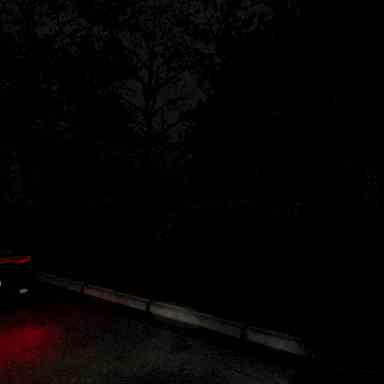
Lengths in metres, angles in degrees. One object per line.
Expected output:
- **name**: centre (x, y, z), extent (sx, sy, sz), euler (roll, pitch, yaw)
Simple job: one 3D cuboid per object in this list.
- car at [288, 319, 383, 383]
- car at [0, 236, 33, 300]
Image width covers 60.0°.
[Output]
- **car**: centre (2.646, 1.351, 1.476), extent (4.553, 1.767, 2.097), euler (0, 0, 36)
- **car**: centre (-5.539, 1.488, 7.378), extent (5.008, 1.535, 1.882), euler (0, 0, 36)
